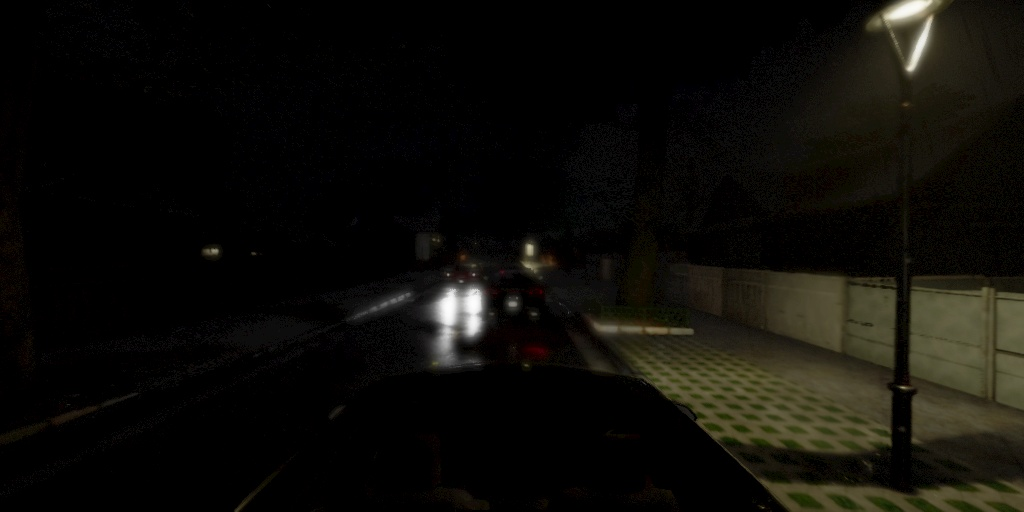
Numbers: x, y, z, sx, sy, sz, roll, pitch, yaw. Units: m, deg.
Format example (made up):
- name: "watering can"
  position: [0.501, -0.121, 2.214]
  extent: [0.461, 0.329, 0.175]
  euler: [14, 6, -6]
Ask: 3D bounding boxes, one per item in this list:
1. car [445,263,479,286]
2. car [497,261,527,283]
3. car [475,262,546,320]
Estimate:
- name: "car"
  position: [-2.833, 1.096, 22.200]
  extent: [1.895, 1.301, 4.718]
  euler: [0, 1, 0]
- name: "car"
  position: [0.016, 1.062, 25.416]
  extent: [1.895, 1.301, 4.718]
  euler: [0, 1, 1]
- name: "car"
  position: [0.044, 1.093, 12.008]
  extent: [1.882, 1.535, 5.008]
  euler: [0, 1, 0]
